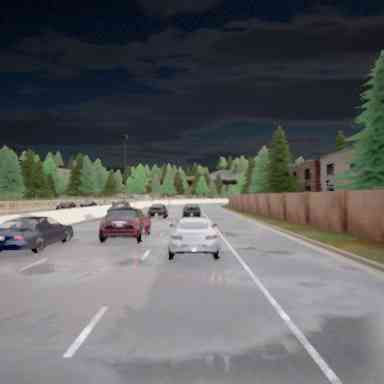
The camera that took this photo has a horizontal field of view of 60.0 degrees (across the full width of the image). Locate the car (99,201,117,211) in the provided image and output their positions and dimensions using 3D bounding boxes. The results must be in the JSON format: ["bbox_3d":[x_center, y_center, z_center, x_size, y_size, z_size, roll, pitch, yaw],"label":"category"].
[{"bbox_3d":[-14.233,2.326,56.364,1.812,1.442,4.674,0,-1,0],"label":"car"}]

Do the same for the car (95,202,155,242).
[{"bbox_3d":[-3.456,1.607,17.944,2.097,1.767,4.553,0,-1,0],"label":"car"}]

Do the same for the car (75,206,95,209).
[{"bbox_3d":[-17.728,2.290,56.896,1.882,1.535,5.008,0,-1,0],"label":"car"}]

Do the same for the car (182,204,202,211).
[{"bbox_3d":[-0.014,1.993,35.289,1.837,1.490,4.892,0,-1,0],"label":"car"}]

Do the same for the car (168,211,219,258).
[{"bbox_3d":[0.051,1.712,13.420,1.812,1.442,4.674,0,-1,0],"label":"car"}]

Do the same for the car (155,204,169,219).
[{"bbox_3d":[-3.514,1.997,35.184,1.837,1.490,4.892,0,-1,0],"label":"car"}]

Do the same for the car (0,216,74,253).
[{"bbox_3d":[-6.943,1.761,14.591,2.033,1.411,5.357,0,-1,0],"label":"car"}]

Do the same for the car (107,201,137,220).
[{"bbox_3d":[-7.010,1.829,33.704,2.097,1.767,4.553,0,-1,0],"label":"car"}]

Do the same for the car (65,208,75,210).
[{"bbox_3d":[-21.215,2.362,56.640,2.033,1.411,5.357,0,-1,1],"label":"car"}]
